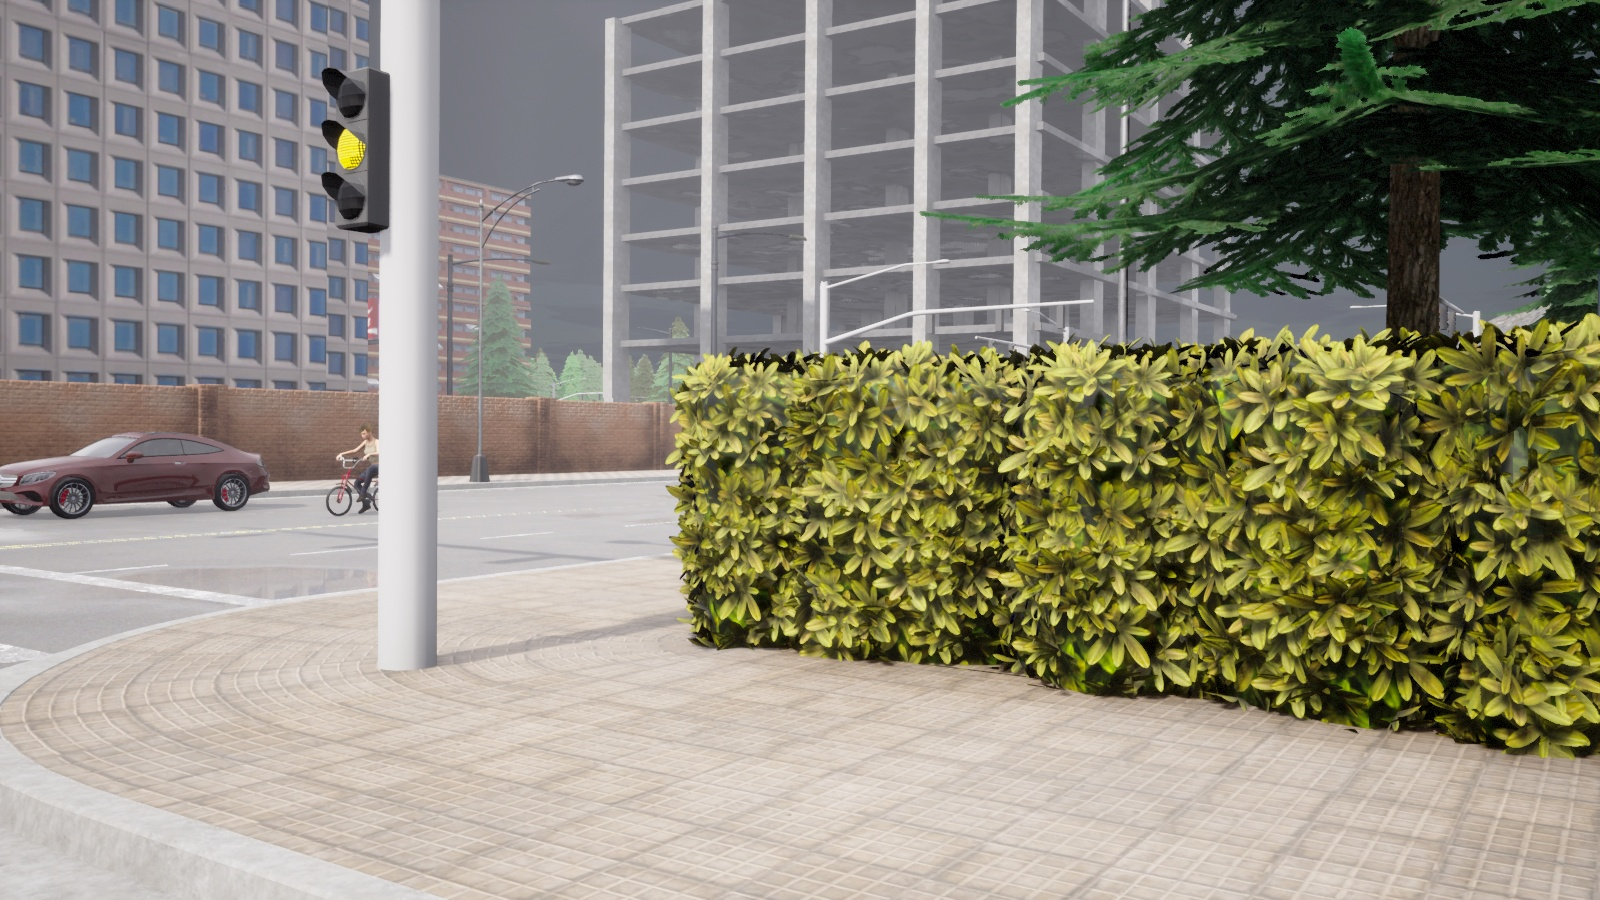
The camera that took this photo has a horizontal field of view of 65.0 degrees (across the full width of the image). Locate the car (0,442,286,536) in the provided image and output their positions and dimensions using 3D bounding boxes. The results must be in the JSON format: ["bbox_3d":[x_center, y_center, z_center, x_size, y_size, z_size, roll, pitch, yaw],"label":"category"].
[{"bbox_3d":[-11.841,0.613,22.469,1.812,1.442,4.674,0,1,33],"label":"car"}]

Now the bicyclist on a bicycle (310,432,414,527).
[{"bbox_3d":[-7.757,0.489,22.290,0.866,1.612,1.509,0,1,34],"label":"bicyclist on a bicycle"}]
